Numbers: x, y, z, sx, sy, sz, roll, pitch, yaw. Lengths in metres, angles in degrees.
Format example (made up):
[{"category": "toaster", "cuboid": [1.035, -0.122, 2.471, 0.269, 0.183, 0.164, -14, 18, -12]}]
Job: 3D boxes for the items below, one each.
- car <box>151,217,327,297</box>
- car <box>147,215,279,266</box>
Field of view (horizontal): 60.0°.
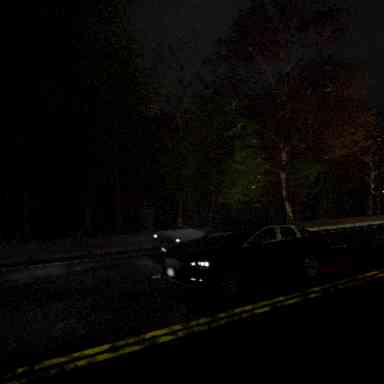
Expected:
[{"category": "car", "cuboid": [1.533, 1.512, 8.743, 4.902, 1.511, 2.128, 0, 0, -35]}, {"category": "car", "cuboid": [0.898, 1.626, 12.273, 4.718, 1.301, 1.895, 0, 0, -35]}]
